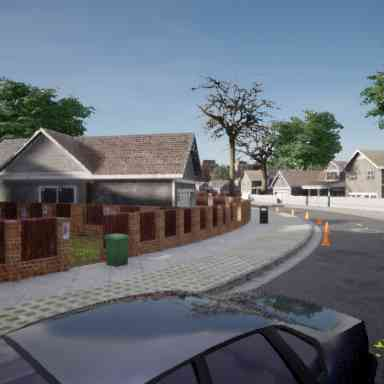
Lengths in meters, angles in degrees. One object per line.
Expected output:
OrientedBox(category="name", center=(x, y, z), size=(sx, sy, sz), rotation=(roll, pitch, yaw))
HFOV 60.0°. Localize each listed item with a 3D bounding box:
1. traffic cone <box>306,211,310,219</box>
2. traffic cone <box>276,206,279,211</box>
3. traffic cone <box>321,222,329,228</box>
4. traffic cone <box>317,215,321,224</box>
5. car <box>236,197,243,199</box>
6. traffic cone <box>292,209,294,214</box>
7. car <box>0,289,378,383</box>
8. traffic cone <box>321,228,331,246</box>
OrientedBox(category="traffic cone", center=(9.552, 1.890, 27.529), size=(0.340, 0.580, 0.340), rotation=(0, 0, 6))
OrientedBox(category="traffic cone", center=(9.493, 1.862, 36.937), size=(0.340, 0.580, 0.340), rotation=(0, 0, -7))
OrientedBox(category="traffic cone", center=(7.459, 1.923, 18.357), size=(0.340, 0.580, 0.340), rotation=(0, 0, 19))
OrientedBox(category="traffic cone", center=(8.770, 1.906, 22.882), size=(0.340, 0.580, 0.340), rotation=(0, 0, 13))
OrientedBox(category="car", center=(7.667, 1.460, 54.846), size=(1.895, 1.301, 4.718), rotation=(0, 0, -13))
OrientedBox(category="traffic cone", center=(9.794, 1.875, 32.235), size=(0.340, 0.580, 0.340), rotation=(0, 0, 0))
OrientedBox(category="car", center=(-0.487, 1.547, 2.122), size=(2.033, 1.411, 5.357), rotation=(0, 0, 45))
OrientedBox(category="traffic cone", center=(5.635, 1.938, 14.013), size=(0.340, 0.580, 0.340), rotation=(0, 0, 26))
